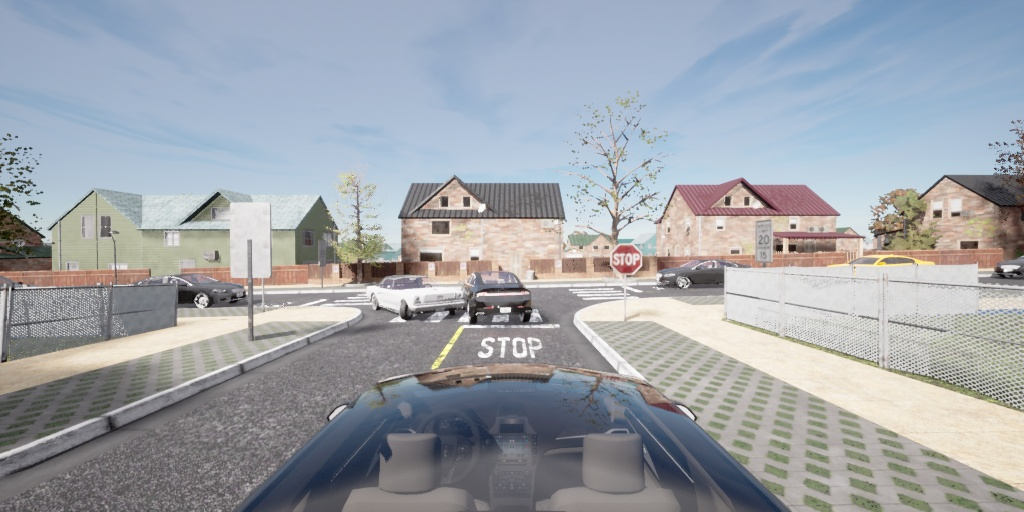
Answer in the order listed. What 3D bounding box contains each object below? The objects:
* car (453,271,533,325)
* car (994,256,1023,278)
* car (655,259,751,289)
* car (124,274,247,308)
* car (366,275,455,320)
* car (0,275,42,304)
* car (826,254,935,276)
[{"bbox_3d":[-0.679,1.242,12.005,2.128,1.511,4.902,0,0,-12],"label":"car"},{"bbox_3d":[29.396,0.478,19.470,4.902,1.511,2.128,-1,1,0],"label":"car"},{"bbox_3d":[10.341,0.925,19.408,4.902,1.511,2.128,-1,1,0],"label":"car"},{"bbox_3d":[-14.894,1.566,16.368,4.902,1.511,2.128,-1,1,0],"label":"car"},{"bbox_3d":[-3.596,1.367,12.866,1.895,1.301,4.718,0,0,-38],"label":"car"},{"bbox_3d":[-24.231,1.648,16.333,4.553,1.767,2.097,-1,1,0],"label":"car"},{"bbox_3d":[19.771,0.690,19.439,5.008,1.535,1.882,-1,1,0],"label":"car"}]
